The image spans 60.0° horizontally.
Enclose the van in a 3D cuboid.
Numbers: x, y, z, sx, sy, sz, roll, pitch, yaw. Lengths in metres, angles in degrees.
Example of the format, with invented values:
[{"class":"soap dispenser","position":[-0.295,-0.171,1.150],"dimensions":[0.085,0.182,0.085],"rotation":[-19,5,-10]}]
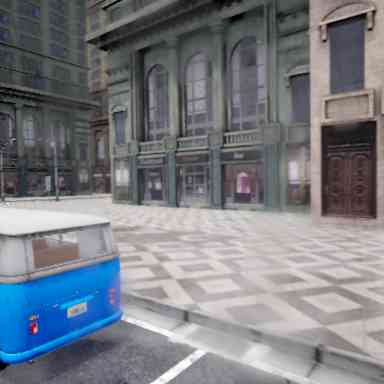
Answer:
[{"class":"van","position":[-2.874,1.166,5.119],"dimensions":[3.998,1.788,1.690],"rotation":[1,3,37]}]
